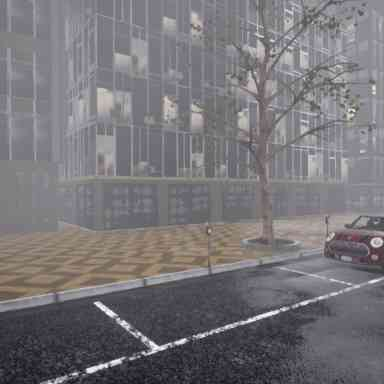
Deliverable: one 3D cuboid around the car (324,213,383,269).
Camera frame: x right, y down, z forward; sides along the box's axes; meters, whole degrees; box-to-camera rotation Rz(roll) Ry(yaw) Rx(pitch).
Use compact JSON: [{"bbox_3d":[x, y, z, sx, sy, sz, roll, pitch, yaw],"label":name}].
[{"bbox_3d":[6.183,1.439,10.985,4.097,1.590,1.967,0,0,-36],"label":"car"}]
